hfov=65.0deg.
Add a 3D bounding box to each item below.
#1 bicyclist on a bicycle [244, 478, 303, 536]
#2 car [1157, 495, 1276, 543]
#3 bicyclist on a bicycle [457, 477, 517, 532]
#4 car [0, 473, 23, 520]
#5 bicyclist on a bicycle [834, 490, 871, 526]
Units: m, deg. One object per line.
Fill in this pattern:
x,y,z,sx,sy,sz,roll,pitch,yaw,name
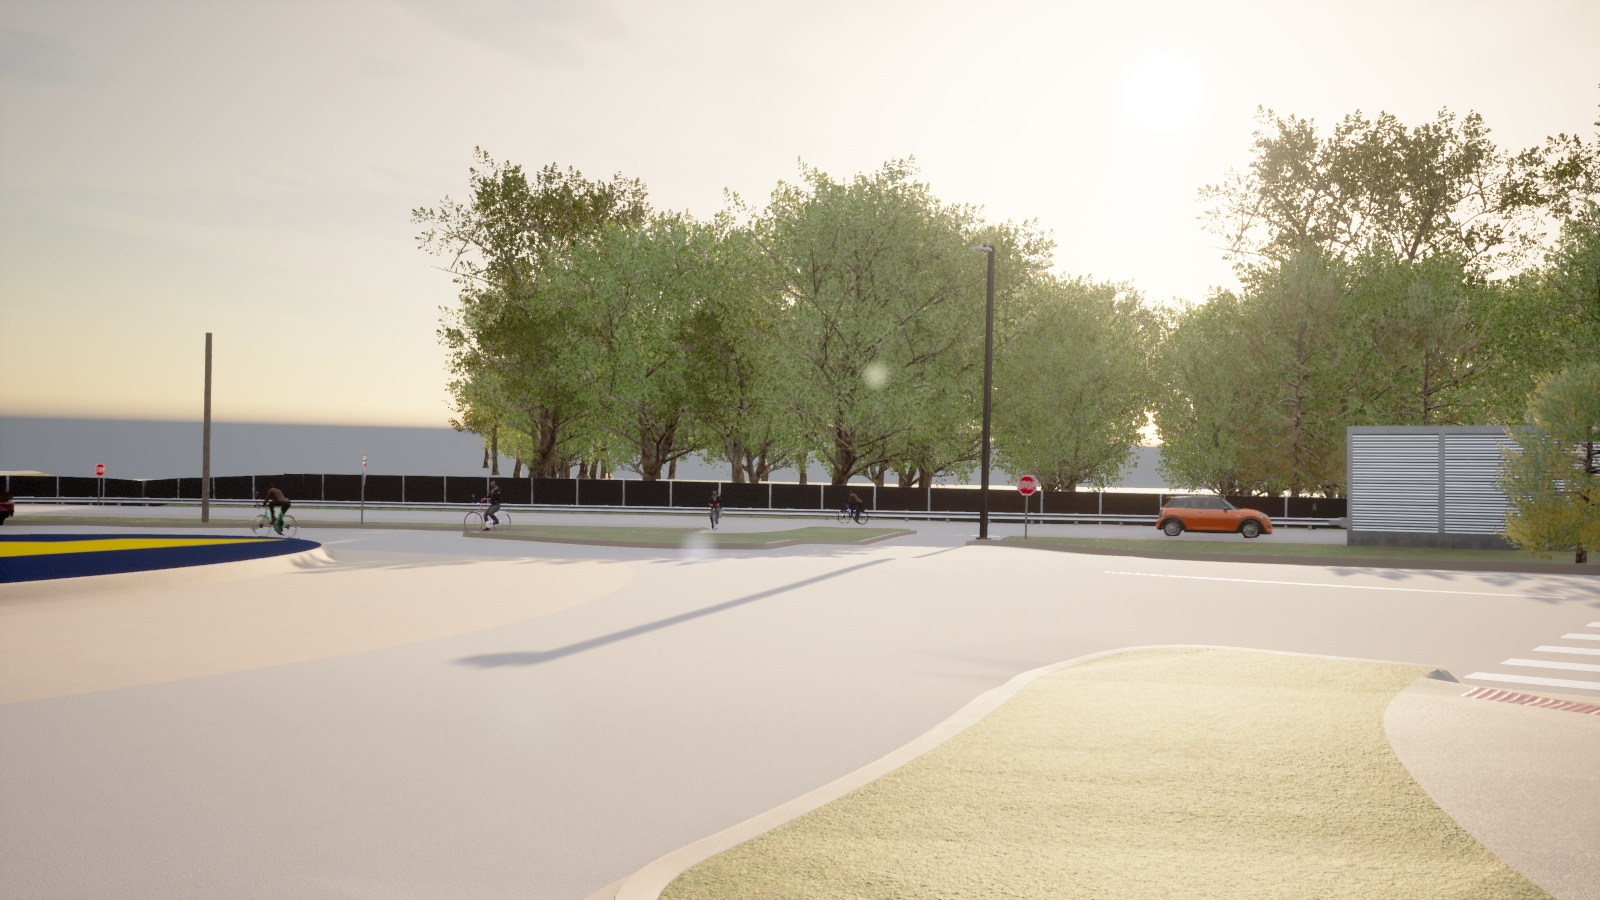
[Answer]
-15.508,1.670,36.995,1.656,1.620,0.582,1,1,20,bicyclist on a bicycle
17.143,2.817,51.792,4.553,1.767,2.097,1,0,17,car
-10.465,1.826,42.023,0.659,1.776,1.843,0,-3,41,bicyclist on a bicycle
-28.230,1.548,41.172,5.008,1.535,1.882,-1,-2,18,car
2.500,2.745,59.564,1.656,1.620,0.582,0,0,31,bicyclist on a bicycle
